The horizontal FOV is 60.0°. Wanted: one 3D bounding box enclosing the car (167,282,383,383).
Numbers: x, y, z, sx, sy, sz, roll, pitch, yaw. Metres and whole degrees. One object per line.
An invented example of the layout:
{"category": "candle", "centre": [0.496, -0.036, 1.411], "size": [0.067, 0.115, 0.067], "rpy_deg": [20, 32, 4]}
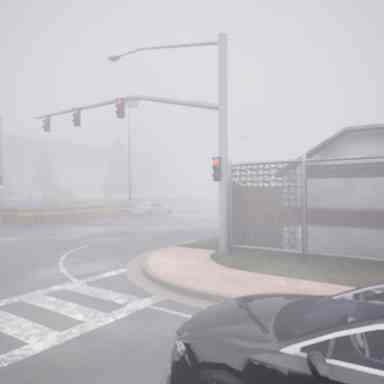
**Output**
{"category": "car", "centre": [1.989, 1.491, 2.599], "size": [4.902, 1.511, 2.128], "rpy_deg": [0, 0, 36]}

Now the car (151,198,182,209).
{"category": "car", "centre": [-3.793, 1.697, 50.795], "size": [2.128, 1.511, 4.902], "rpy_deg": [0, 0, 34]}

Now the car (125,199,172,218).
{"category": "car", "centre": [-3.804, 1.660, 31.546], "size": [1.812, 1.442, 4.674], "rpy_deg": [0, 0, 34]}

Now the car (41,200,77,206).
{"category": "car", "centre": [-14.621, 1.765, 34.618], "size": [1.994, 1.385, 4.181], "rpy_deg": [0, 0, 34]}

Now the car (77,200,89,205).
{"category": "car", "centre": [-14.803, 1.729, 40.640], "size": [1.837, 1.490, 4.892], "rpy_deg": [0, 0, 34]}

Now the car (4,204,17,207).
{"category": "car", "centre": [-20.047, 1.770, 32.799], "size": [2.033, 1.411, 5.357], "rpy_deg": [0, 0, 34]}

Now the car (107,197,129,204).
{"category": "car", "centre": [-9.461, 1.751, 42.332], "size": [2.033, 1.411, 5.357], "rpy_deg": [0, 0, 34]}

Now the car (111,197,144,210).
{"category": "car", "centre": [-9.357, 1.578, 48.776], "size": [2.097, 1.767, 4.553], "rpy_deg": [0, 0, 34]}
